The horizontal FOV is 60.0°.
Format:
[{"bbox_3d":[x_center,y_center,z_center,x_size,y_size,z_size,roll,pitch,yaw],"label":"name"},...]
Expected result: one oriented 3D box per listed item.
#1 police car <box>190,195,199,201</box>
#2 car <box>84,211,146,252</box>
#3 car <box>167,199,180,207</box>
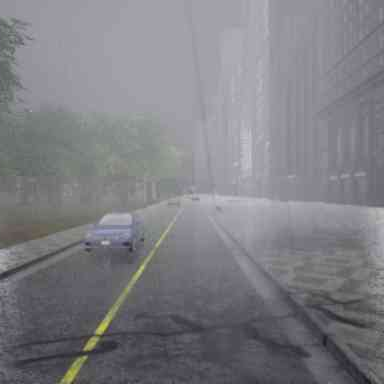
[{"bbox_3d":[0.999,1.737,91.141,1.930,1.638,5.238,0,0,0],"label":"police car"},{"bbox_3d":[-3.108,1.592,14.270,1.812,1.442,4.674,0,0,0],"label":"car"},{"bbox_3d":[-3.079,1.808,56.559,1.994,1.385,4.181,0,0,1],"label":"car"}]
